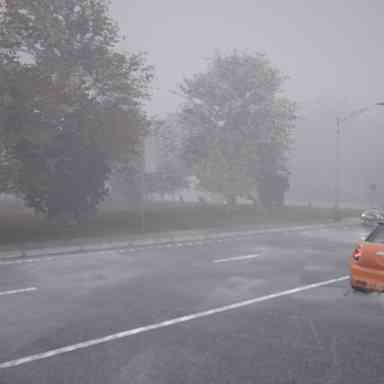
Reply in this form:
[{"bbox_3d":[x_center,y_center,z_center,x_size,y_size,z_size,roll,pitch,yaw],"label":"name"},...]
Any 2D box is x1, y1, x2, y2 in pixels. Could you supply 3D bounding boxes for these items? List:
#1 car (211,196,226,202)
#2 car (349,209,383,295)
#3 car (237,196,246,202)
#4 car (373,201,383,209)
[{"bbox_3d":[5.921,1.161,66.565,2.097,1.767,4.553,0,0,-35],"label":"car"},{"bbox_3d":[5.632,1.355,7.499,4.553,1.767,2.097,0,0,-34],"label":"car"},{"bbox_3d":[8.895,1.142,68.437,2.097,1.767,4.553,0,0,-36],"label":"car"},{"bbox_3d":[12.524,1.321,20.584,4.553,1.767,2.097,0,0,-32],"label":"car"}]
